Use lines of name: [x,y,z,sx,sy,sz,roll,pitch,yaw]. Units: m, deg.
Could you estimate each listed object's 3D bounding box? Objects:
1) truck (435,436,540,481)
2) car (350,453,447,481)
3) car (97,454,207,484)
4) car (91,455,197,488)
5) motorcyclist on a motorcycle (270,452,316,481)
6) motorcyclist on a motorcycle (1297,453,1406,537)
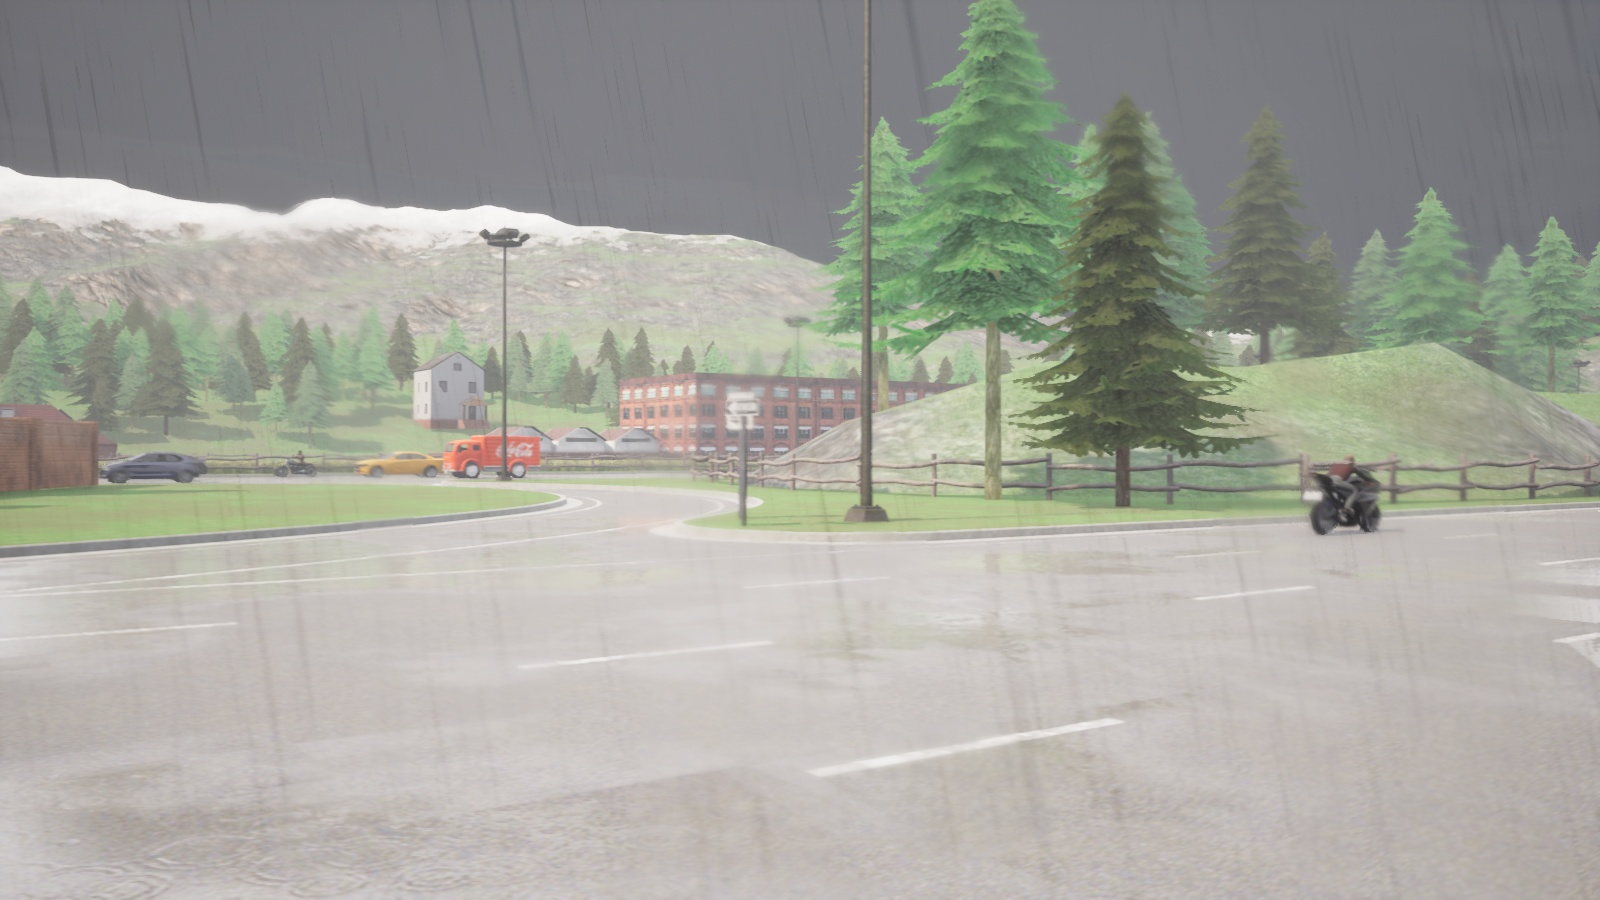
truck: [-17.847,0.474,71.786,5.204,2.467,2.627,0,0,-35]
car: [-23.135,0.951,72.381,5.008,1.535,1.882,0,0,-35]
car: [-33.589,0.981,65.145,4.892,1.490,1.837,0,0,-35]
car: [-30.650,0.968,58.666,4.193,1.474,1.816,0,0,-35]
motorcyclist on a motorcycle: [-29.214,0.936,72.430,2.350,1.649,0.766,0,0,-35]
motorcyclist on a motorcycle: [10.418,0.817,23.704,2.191,1.530,0.866,0,0,-35]
